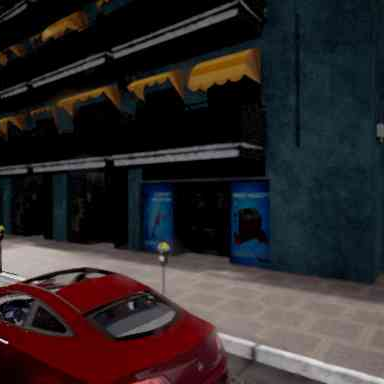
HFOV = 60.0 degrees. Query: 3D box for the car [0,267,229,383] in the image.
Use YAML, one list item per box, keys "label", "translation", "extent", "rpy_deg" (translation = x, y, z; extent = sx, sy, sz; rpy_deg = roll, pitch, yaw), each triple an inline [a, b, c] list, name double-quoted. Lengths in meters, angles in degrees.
- label: "car"
  translation: [-1.575, 1.608, 4.020]
  extent: [4.206, 1.307, 1.802]
  rpy_deg: [-1, 0, 36]
